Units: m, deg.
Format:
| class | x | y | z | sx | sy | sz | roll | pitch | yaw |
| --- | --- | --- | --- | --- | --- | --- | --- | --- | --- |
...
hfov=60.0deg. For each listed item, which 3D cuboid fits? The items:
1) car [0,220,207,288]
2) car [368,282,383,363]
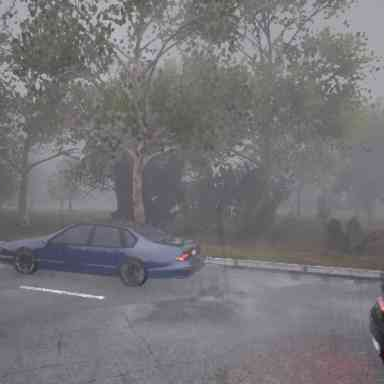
| class | x | y | z | sx | sy | sz | roll | pitch | yaw |
| --- | --- | --- | --- | --- | --- | --- | --- | --- | --- |
| car | -2.352 | 1.451 | 8.728 | 5.357 | 1.411 | 2.033 | 1 | -1 | 17 |
| car | 4.430 | 1.530 | 3.131 | 4.902 | 1.511 | 2.128 | 0 | -1 | 16 |
